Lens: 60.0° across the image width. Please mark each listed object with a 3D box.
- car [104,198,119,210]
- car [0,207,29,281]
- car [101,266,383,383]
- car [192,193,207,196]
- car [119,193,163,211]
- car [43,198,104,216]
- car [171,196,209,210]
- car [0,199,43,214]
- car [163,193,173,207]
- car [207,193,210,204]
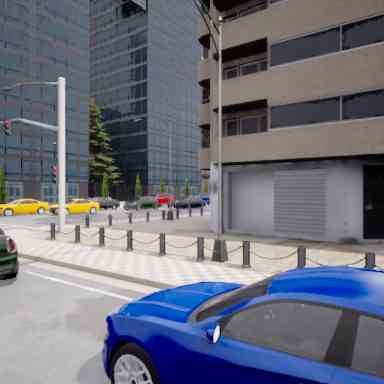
[{"bbox_3d":[-10.807,1.436,39.524,2.128,1.511,4.902,0,0,36],"label":"car"},{"bbox_3d":[-6.512,1.351,8.630,4.553,1.767,2.097,0,0,36],"label":"car"},{"bbox_3d":[1.263,1.478,3.090,5.008,1.535,1.882,0,0,36],"label":"car"},{"bbox_3d":[-0.288,1.296,48.073,2.097,1.767,4.553,0,0,36],"label":"car"},{"bbox_3d":[-6.095,1.296,40.064,2.097,1.767,4.553,0,0,36],"label":"car"},{"bbox_3d":[-11.465,1.422,32.645,1.882,1.535,5.008,0,0,36],"label":"car"},{"bbox_3d":[-0.205,1.545,41.895,1.895,1.301,4.718,0,0,36],"label":"car"},{"bbox_3d":[-16.321,1.422,31.915,1.882,1.535,5.008,0,0,36],"label":"car"},{"bbox_3d":[-4.896,1.166,47.689,2.150,2.045,5.566,0,0,35],"label":"car"},{"bbox_3d":[1.127,1.166,55.958,2.150,2.045,5.566,0,0,36],"label":"car"}]
